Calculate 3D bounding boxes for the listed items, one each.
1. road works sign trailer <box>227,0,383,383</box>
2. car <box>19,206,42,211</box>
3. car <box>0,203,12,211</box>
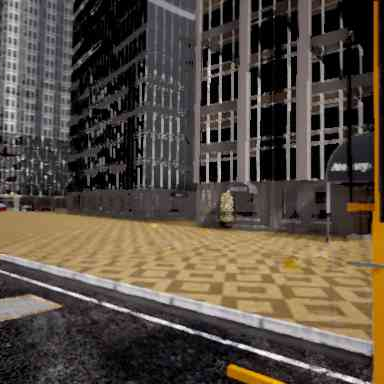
[{"bbox_3d":[1.550,0.606,2.772,2.880,3.560,2.380,-1,-3,38],"label":"road works sign trailer"},{"bbox_3d":[-38.171,3.873,77.873,4.313,1.339,1.947,2,-2,-38],"label":"car"},{"bbox_3d":[-42.636,3.588,74.358,4.097,1.590,1.967,2,-2,-38],"label":"car"}]
